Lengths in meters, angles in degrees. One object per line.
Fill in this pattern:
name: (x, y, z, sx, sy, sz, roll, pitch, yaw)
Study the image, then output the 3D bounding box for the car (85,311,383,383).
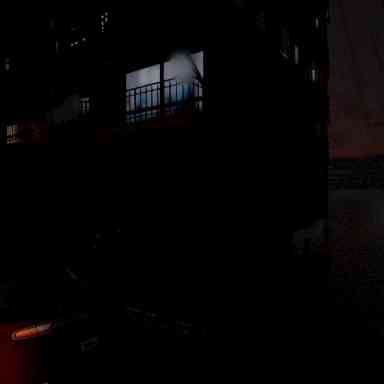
car: (1.642, 1.566, 1.706, 4.313, 1.339, 1.947, 0, 0, 35)

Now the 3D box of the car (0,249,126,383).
car: (-2.951, 1.545, 4.973, 4.507, 1.381, 1.887, 0, 0, 35)
